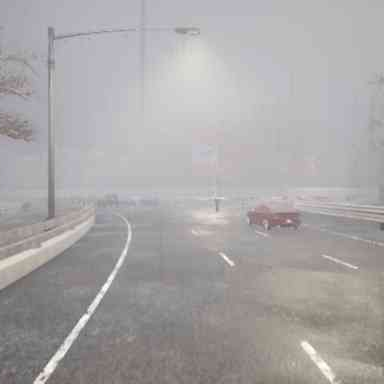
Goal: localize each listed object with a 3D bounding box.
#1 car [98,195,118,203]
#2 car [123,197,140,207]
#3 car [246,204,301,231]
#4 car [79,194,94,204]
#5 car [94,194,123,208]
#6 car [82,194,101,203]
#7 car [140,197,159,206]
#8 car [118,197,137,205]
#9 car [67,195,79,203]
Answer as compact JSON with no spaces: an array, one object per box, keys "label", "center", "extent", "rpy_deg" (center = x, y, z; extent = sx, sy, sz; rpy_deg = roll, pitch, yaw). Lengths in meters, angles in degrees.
[{"label":"car","center":[-17.976,1.402,70.733],"extent":[2.128,1.511,4.902],"rpy_deg":[0,0,-41]},{"label":"car","center":[-10.341,1.639,53.128],"extent":[1.895,1.301,4.718],"rpy_deg":[0,0,-29]},{"label":"car","center":[4.912,1.467,20.786],"extent":[1.882,1.535,5.008],"rpy_deg":[0,0,-11]},{"label":"car","center":[-17.531,1.551,58.190],"extent":[2.128,1.511,4.902],"rpy_deg":[0,0,-36]},{"label":"car","center":[-12.501,1.265,49.724],"extent":[2.150,2.045,5.566],"rpy_deg":[0,0,-29]},{"label":"car","center":[-20.694,1.240,68.530],"extent":[2.097,1.767,4.553],"rpy_deg":[0,0,-41]},{"label":"car","center":[-7.140,1.506,54.555],"extent":[1.882,1.535,5.008],"rpy_deg":[0,0,-29]},{"label":"car","center":[-12.280,1.608,62.939],"extent":[1.994,1.385,4.181],"rpy_deg":[0,0,-36]},{"label":"car","center":[-23.451,1.393,66.372],"extent":[1.837,1.490,4.892],"rpy_deg":[0,0,-41]}]
